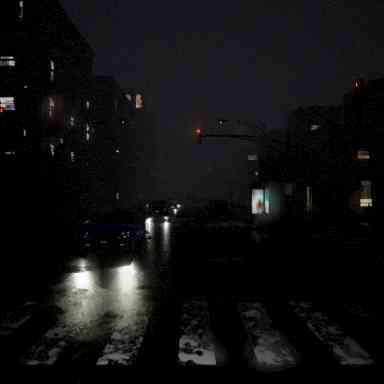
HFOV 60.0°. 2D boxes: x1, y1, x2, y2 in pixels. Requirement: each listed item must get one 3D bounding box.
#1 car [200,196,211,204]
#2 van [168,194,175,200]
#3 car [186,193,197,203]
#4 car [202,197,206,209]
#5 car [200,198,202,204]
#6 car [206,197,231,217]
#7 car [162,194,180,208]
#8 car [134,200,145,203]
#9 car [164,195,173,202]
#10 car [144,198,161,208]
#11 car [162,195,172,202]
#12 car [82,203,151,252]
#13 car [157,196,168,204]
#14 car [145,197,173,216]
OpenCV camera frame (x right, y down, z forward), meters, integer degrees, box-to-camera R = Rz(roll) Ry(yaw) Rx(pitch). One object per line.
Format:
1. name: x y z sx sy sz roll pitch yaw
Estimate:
1. car: 2.566 1.591 66.012 2.008 1.369 4.403 -1 0 0
2. van: -5.868 1.430 94.468 1.690 1.788 3.998 -1 0 0
3. car: -0.037 1.269 70.640 2.150 2.045 5.566 0 0 0
4. car: 2.607 1.597 43.225 1.802 1.307 4.206 0 0 0
5. car: 2.597 1.571 48.923 2.008 1.369 4.403 0 0 0
6. car: 2.627 1.446 31.832 1.967 1.590 4.097 0 0 0
7. car: -3.179 1.498 48.912 1.882 1.535 5.008 0 0 0
8. car: -5.763 1.561 37.501 2.008 1.369 4.403 0 0 0
9. car: -5.846 1.592 82.904 1.752 1.417 4.829 -1 0 0
10. car: -5.784 1.571 48.895 2.008 1.369 4.403 0 0 0
11. car: -5.837 1.497 77.377 1.967 1.590 4.097 0 0 0
12. car: -3.122 1.473 14.194 1.882 1.535 5.008 0 0 0
13. car: -5.814 1.565 65.815 1.752 1.417 4.829 0 0 0
14. car: -3.159 1.510 32.574 1.837 1.490 4.892 0 0 0
